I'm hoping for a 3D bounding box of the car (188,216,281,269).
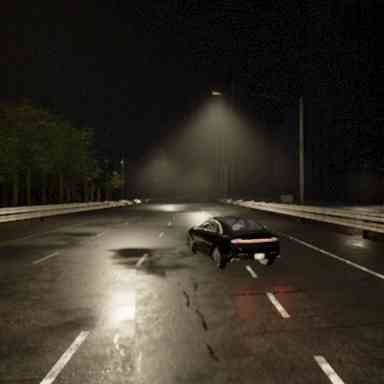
[{"bbox_3d":[1.229,1.606,11.679,2.128,1.511,4.902,0,0,-16],"label":"car"}]
